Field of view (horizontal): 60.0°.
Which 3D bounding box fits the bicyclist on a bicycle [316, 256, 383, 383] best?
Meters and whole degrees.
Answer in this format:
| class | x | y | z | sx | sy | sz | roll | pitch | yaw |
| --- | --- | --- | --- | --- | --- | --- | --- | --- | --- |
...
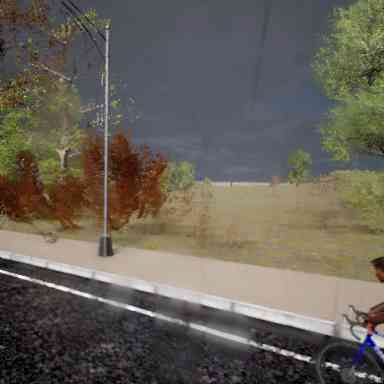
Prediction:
| class | x | y | z | sx | sy | sz | roll | pitch | yaw |
| --- | --- | --- | --- | --- | --- | --- | --- | --- | --- |
| bicyclist on a bicycle | 2.031 | 1.451 | 3.188 | 1.656 | 1.620 | 0.582 | 0 | 0 | 35 |
